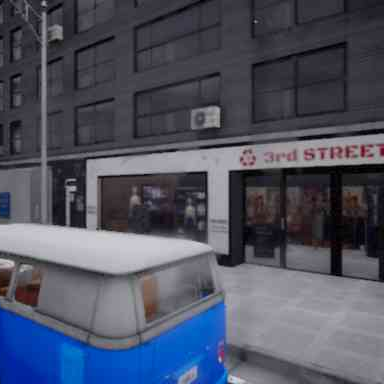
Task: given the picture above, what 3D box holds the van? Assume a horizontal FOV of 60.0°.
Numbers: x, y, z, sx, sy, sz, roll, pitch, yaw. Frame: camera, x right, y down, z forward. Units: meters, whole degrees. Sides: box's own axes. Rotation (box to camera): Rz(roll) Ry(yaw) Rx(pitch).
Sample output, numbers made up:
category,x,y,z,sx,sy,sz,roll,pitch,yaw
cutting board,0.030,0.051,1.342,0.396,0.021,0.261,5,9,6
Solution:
category,x,y,z,sx,sy,sz,roll,pitch,yaw
van,-1.543,1.343,3.909,3.998,1.788,1.690,0,0,35
